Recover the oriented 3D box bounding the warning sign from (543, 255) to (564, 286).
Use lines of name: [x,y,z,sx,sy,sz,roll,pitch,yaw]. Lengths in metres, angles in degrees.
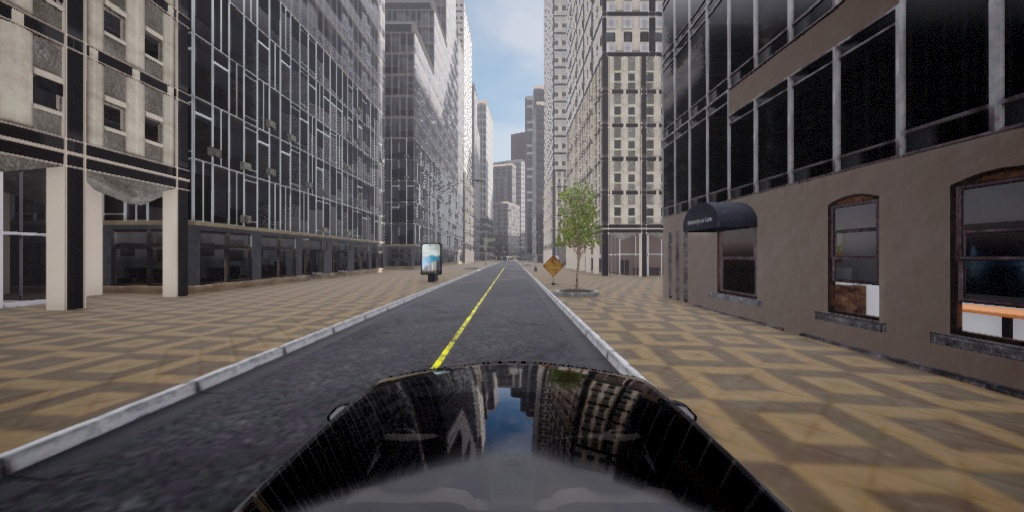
warning sign: [2.517,0.887,21.889,1.300,1.860,1.060,0,0,0]
